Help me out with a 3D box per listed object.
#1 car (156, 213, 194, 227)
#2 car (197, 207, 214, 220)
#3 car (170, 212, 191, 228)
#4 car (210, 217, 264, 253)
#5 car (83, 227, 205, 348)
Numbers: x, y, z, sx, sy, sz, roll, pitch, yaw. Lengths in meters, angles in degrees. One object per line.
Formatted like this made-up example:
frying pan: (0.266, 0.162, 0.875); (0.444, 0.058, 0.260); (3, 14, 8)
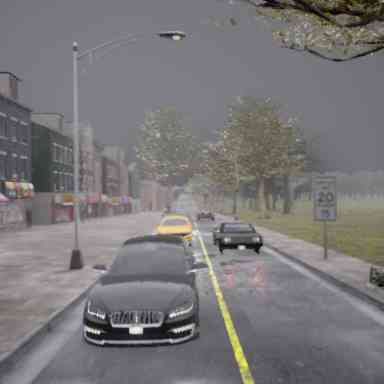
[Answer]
car: (-0.916, 2.111, 18.896); (1.882, 1.535, 5.008); (-1, -2, -1)
car: (1.774, 2.789, 44.021); (2.097, 1.767, 4.553); (-1, -2, -1)
car: (-1.038, 2.670, 32.189); (1.895, 1.301, 4.718); (-1, -2, 0)
car: (2.061, 2.109, 16.180); (1.895, 1.301, 4.718); (-1, -2, -1)
car: (-0.798, 1.752, 7.057); (1.837, 1.490, 4.892); (-1, -2, -1)
